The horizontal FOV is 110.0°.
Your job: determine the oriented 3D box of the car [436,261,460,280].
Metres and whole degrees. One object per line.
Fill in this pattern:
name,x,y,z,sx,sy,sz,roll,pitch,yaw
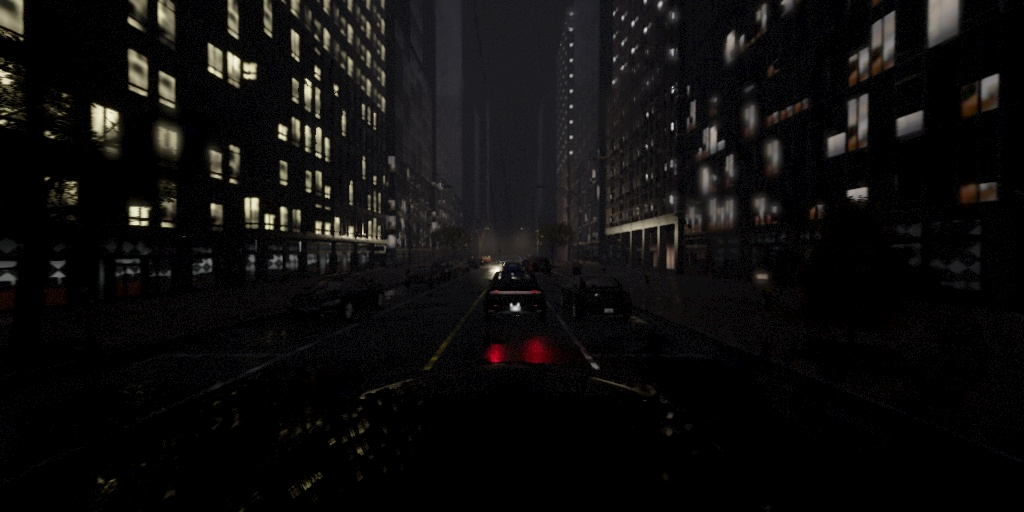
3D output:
car,-5.703,1.118,29.162,1.967,1.591,4.097,0,0,0

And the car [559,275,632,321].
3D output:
car,2.686,1.274,12.115,2.007,1.370,4.403,0,0,0

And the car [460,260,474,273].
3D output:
car,-5.707,1.174,40.360,1.751,1.417,4.829,0,0,0

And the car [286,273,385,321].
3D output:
car,-5.695,1.273,12.111,2.007,1.370,4.403,0,0,0

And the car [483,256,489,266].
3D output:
car,-5.717,1.137,63.265,2.007,1.370,4.403,0,0,0

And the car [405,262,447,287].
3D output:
car,-5.700,1.275,23.479,1.802,1.307,4.207,0,0,0

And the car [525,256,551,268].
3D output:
car,2.676,0.979,34.850,2.192,1.841,5.009,0,0,0

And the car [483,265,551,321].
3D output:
car,0.095,1.215,12.254,2.128,1.511,4.902,0,0,0

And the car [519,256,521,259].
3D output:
car,2.663,1.027,63.268,1.967,1.591,4.097,0,0,0

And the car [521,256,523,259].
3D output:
car,2.669,1.059,51.901,1.967,1.591,4.097,0,0,0

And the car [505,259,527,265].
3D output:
car,0.077,1.202,29.974,1.812,1.442,4.674,0,0,0

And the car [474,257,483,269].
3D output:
car,-5.713,1.184,51.897,1.948,1.339,4.313,0,0,0

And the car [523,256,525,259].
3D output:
car,2.673,0.964,40.534,2.192,1.841,5.009,0,0,0
